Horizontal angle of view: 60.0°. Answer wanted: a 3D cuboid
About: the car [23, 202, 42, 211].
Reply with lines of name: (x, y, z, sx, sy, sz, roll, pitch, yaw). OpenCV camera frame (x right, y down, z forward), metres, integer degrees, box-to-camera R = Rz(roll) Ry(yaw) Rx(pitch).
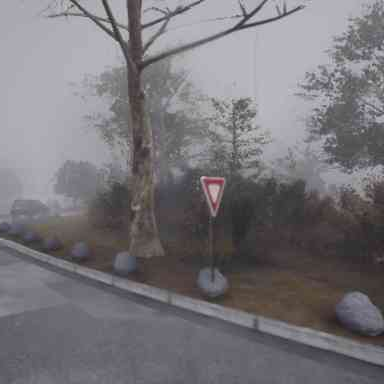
car: (-29.165, 2.649, 60.977, 2.033, 1.411, 5.357, 0, -1, -13)

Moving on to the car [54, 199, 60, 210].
car: (-26.064, 2.312, 61.951, 2.150, 2.045, 5.566, 0, -1, -12)

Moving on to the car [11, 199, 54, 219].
car: (-18.046, 1.901, 37.348, 2.150, 2.045, 5.566, -1, -2, 0)
